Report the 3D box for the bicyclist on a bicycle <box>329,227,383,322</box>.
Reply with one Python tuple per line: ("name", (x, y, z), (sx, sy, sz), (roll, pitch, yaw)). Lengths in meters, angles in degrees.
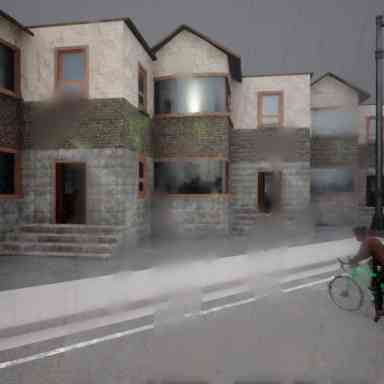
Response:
("bicyclist on a bicycle", (3.175, 1.454, 5.909), (0.582, 1.620, 1.656), (0, -2, -36))
